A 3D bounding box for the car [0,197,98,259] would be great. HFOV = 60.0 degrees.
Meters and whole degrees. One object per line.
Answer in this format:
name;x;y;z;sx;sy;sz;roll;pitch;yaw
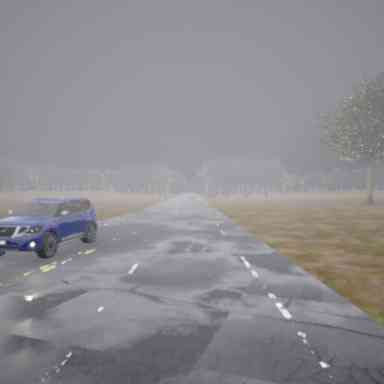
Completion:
car;-5.674;1.252;13.259;2.150;2.045;5.566;0;0;7
